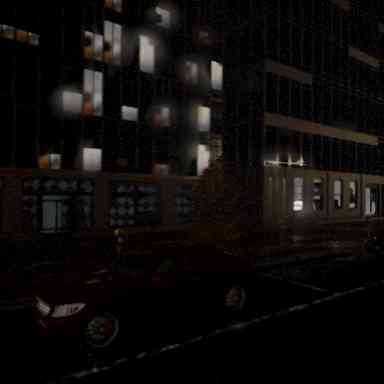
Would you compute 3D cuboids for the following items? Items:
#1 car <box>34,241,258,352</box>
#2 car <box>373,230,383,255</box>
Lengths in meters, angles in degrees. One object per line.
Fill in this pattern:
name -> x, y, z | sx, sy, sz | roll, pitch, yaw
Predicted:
car -> -0.588, 1.609, 6.139 | 4.206, 1.307, 1.802 | 1, 0, -36
car -> 8.677, 1.676, 12.755 | 4.507, 1.381, 1.887 | 1, 0, -36
